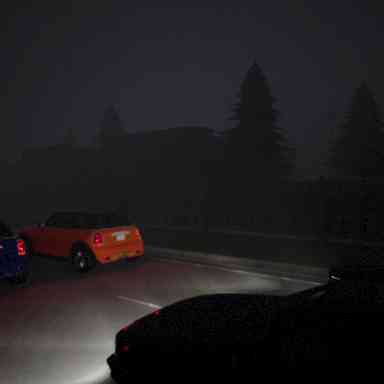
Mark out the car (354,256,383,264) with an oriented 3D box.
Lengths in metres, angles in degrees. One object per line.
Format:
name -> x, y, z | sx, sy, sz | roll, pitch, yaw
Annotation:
car -> 4.680, 1.477, 4.955 | 5.008, 1.535, 1.882 | 0, 0, 36

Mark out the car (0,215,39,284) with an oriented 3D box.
car -> -6.143, 1.357, 8.377 | 4.553, 1.767, 2.097 | 0, 0, 36

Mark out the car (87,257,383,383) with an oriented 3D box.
car -> 1.686, 1.547, 2.793 | 5.357, 1.411, 2.033 | 0, 0, 36

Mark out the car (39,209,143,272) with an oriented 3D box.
car -> -3.813, 1.357, 11.013 | 4.553, 1.767, 2.097 | 0, 0, 36
